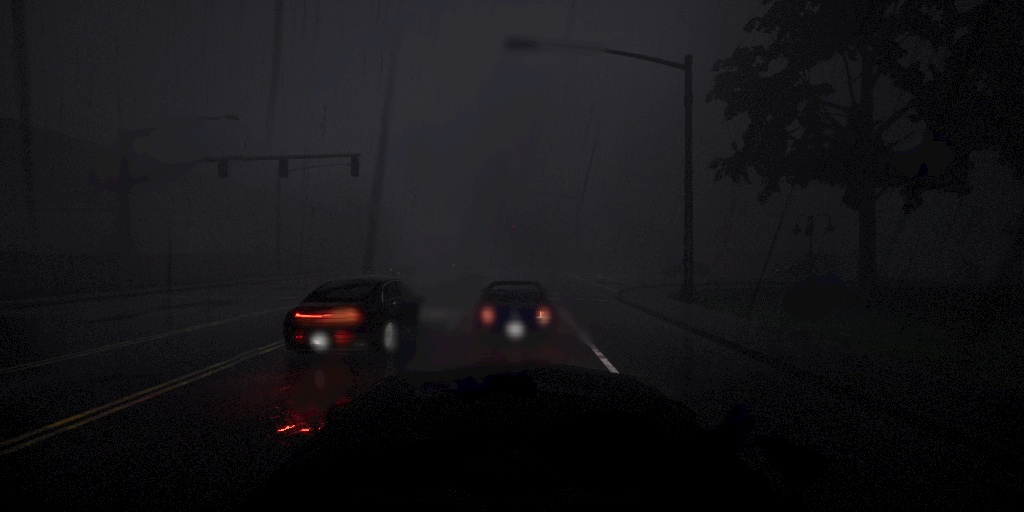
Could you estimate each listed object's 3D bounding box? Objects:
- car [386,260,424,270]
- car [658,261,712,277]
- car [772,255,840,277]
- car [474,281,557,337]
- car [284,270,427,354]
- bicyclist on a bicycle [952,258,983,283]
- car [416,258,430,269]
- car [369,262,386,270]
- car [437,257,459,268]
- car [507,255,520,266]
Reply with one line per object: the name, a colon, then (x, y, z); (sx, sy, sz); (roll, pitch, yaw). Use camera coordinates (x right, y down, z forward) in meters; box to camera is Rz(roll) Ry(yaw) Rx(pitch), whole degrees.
car: (-10.537, 1.339, 35.671); (1.895, 1.301, 4.718); (0, 0, 0)
car: (16.628, 1.242, 34.571); (4.902, 1.511, 2.128); (0, 0, -1)
car: (28.504, 0.969, 34.855); (5.566, 2.045, 2.150); (0, 0, -1)
car: (0.098, 1.351, 10.229); (1.895, 1.301, 4.718); (0, 0, 0)
car: (-3.405, 1.255, 8.741); (1.837, 1.490, 4.892); (0, 0, 0)
bicyclist on a bicycle: (31.008, 0.974, 24.442); (0.582, 1.620, 1.656); (0, 0, -1)
car: (-13.989, 1.144, 55.294); (1.837, 1.490, 4.892); (0, 1, 0)
car: (-14.029, 1.299, 39.075); (1.994, 1.385, 4.181); (0, 0, 0)
car: (-10.477, 1.199, 58.595); (1.895, 1.301, 4.718); (0, 1, 0)
car: (0.222, 0.744, 65.140); (2.150, 2.045, 5.566); (0, 1, 0)
